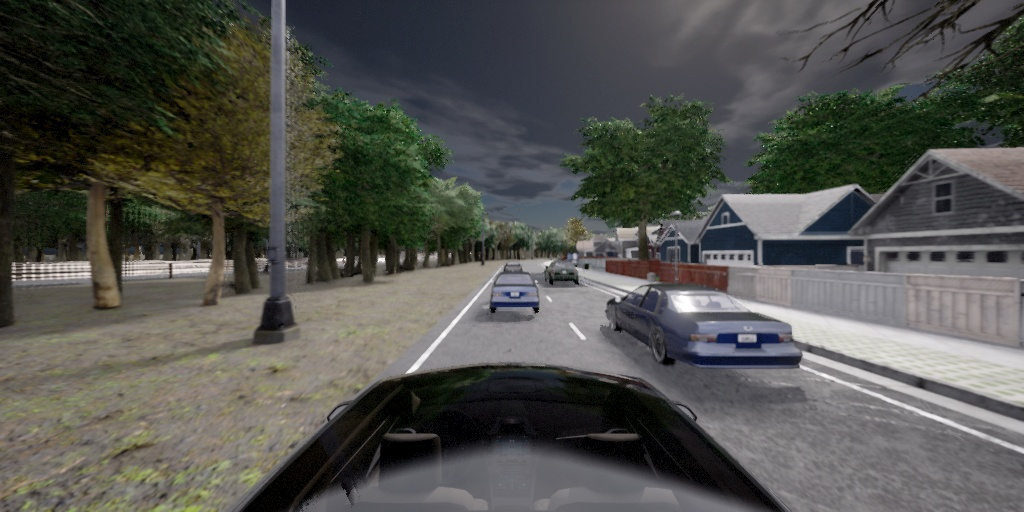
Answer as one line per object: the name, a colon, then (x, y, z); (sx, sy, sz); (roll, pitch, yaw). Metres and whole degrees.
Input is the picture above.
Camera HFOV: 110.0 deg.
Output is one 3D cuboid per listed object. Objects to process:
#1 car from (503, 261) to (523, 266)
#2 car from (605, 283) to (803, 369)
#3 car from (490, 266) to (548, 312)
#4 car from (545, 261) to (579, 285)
car: (0.099, 1.251, 36.451); (2.128, 1.511, 4.902); (0, 0, 0)
car: (3.599, 1.316, 7.996); (2.033, 1.411, 5.357); (0, 0, 0)
car: (0.098, 1.323, 14.451); (2.033, 1.411, 5.357); (0, 0, 0)
car: (3.598, 1.125, 26.791); (2.097, 1.767, 4.553); (0, 0, 0)
